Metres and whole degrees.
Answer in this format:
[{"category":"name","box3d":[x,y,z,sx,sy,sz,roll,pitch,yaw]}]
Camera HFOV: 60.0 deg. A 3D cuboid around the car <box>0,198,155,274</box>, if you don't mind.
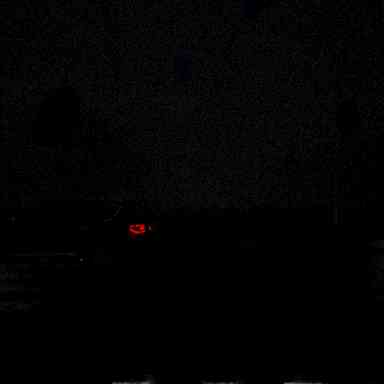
[{"category":"car","box3d":[-3.930,1.216,10.029,5.566,2.045,2.150,-1,0,1]}]
